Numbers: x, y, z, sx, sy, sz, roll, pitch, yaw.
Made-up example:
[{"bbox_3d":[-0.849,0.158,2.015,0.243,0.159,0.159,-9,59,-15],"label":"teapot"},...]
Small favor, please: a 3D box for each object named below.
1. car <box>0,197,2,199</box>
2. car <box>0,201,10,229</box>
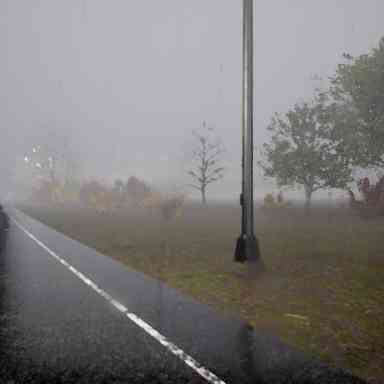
[{"bbox_3d":[-21.168,1.154,34.612,2.150,2.045,5.566,0,0,-32],"label":"car"},{"bbox_3d":[-12.593,1.465,20.797,1.837,1.490,4.892,0,0,-32],"label":"car"}]
